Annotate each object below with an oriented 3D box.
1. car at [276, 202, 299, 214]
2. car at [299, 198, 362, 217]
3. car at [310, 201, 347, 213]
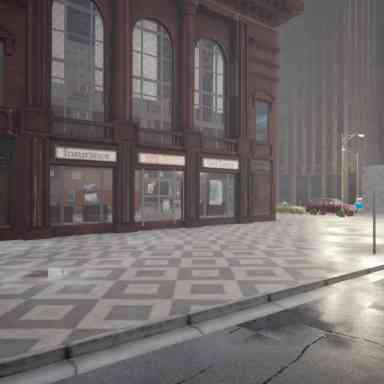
[{"bbox_3d":[10.777,1.801,38.044,1.752,1.417,4.829,0,0,-35],"label":"car"},{"bbox_3d":[13.923,1.524,33.591,2.192,1.841,5.009,0,0,-35],"label":"car"},{"bbox_3d":[17.637,1.901,43.110,1.802,1.307,4.206,-1,0,-35],"label":"car"}]
